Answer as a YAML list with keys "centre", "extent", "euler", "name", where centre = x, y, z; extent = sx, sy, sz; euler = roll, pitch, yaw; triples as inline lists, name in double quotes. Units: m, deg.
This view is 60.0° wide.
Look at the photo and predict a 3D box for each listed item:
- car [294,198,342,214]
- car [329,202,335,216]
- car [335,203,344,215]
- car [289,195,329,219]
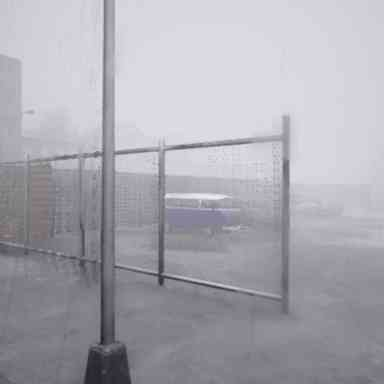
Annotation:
- centre: [12.727, 1.345, 33.646]
  extent: [4.193, 1.474, 1.816]
  euler: [1, 0, 36]
  name: "car"
- centre: [10.738, 1.392, 28.552]
  extent: [2.207, 1.379, 1.481]
  euler: [1, 0, 36]
  name: "car"
- centre: [11.481, 1.283, 30.638]
  extent: [4.611, 1.667, 2.242]
  euler: [1, 0, 36]
  name: "car"
- centre: [8.779, 1.176, 27.296]
  extent: [3.866, 1.878, 1.905]
  euler: [1, 0, 36]
  name: "car"
